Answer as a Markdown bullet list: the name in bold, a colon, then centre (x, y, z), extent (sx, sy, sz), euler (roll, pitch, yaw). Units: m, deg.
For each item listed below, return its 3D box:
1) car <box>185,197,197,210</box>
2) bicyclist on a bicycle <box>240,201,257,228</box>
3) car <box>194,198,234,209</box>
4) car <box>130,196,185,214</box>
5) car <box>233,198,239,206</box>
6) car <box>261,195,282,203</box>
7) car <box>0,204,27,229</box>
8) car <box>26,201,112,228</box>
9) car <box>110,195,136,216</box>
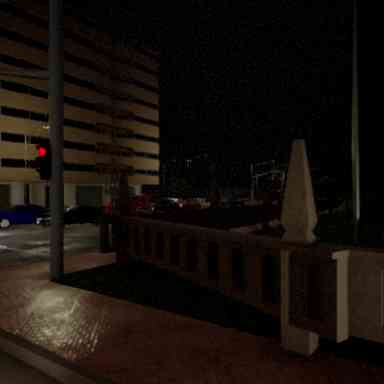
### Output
- **car**: centre (-0.861, 1.491, 39.839), extent (2.097, 1.767, 4.553), euler (0, 0, 35)
- **bicyclist on a bicycle**: centre (3.159, 1.384, 20.148), extent (1.656, 1.620, 0.582), euler (-1, 0, 35)
- **car**: centre (2.686, 1.724, 38.818), extent (1.895, 1.301, 4.718), euler (0, 0, 35)
- **car**: centre (-3.059, 1.481, 30.490), extent (2.097, 1.767, 4.553), euler (0, 0, 35)
- **car**: centre (5.078, 1.624, 48.396), extent (2.128, 1.511, 4.902), euler (0, 0, 35)
- **car**: centre (11.201, 1.322, 44.774), extent (2.150, 2.045, 5.566), euler (0, 0, 35)
- **car**: centre (-12.034, 1.629, 23.616), extent (1.882, 1.535, 5.008), euler (0, 0, 35)
- **car**: centre (-8.276, 1.626, 22.902), extent (2.128, 1.511, 4.902), euler (0, 0, 35)
- **car**: centre (-6.411, 1.367, 31.790), extent (2.150, 2.045, 5.566), euler (0, 0, 35)
